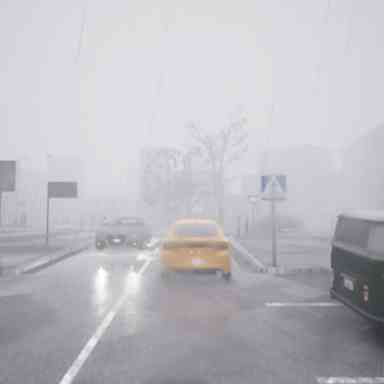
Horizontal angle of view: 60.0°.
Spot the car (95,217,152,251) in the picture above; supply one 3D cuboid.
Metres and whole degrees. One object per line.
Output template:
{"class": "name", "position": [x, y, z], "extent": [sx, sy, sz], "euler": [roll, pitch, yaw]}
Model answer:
{"class": "car", "position": [-3.010, 1.836, 15.303], "extent": [1.994, 1.385, 4.181], "euler": [0, -2, 0]}

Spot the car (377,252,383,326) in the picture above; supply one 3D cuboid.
{"class": "car", "position": [4.685, 1.485, 2.816], "extent": [5.008, 1.535, 2.097], "euler": [0, 0, 0]}

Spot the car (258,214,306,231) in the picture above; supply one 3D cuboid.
{"class": "car", "position": [7.490, 2.496, 27.723], "extent": [4.181, 1.385, 1.994], "euler": [2, -4, -32]}

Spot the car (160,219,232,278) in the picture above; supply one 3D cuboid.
{"class": "car", "position": [0.102, 1.600, 10.549], "extent": [1.882, 1.535, 5.008], "euler": [0, -1, 0]}

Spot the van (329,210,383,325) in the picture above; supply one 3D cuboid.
{"class": "van", "position": [4.797, 1.282, 5.593], "extent": [4.442, 1.987, 1.878], "euler": [0, -1, 0]}
